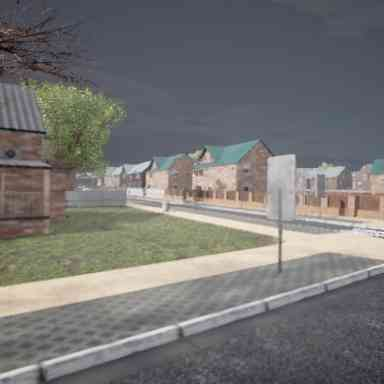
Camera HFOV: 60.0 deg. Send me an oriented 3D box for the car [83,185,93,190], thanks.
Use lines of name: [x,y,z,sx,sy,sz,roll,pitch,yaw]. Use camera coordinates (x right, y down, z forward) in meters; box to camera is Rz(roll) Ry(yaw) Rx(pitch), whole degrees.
car: [-26.815,-0.827,85.484,2.150,2.045,5.566,1,1,-27]
